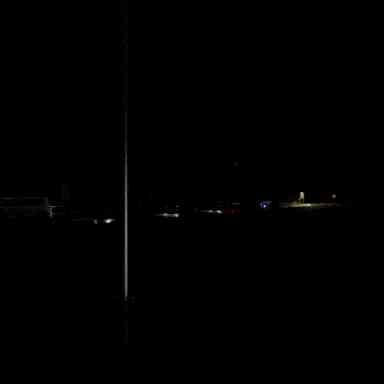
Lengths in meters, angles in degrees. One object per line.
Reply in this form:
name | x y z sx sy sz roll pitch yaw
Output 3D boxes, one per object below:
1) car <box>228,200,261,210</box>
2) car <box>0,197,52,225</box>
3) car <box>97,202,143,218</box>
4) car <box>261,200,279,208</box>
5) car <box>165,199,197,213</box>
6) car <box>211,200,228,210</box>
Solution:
car | 7.792 1.914 49.400 2.128 1.511 4.902 -1 -1 35
car | -13.095 1.376 24.393 2.150 2.045 5.566 -1 -1 33
car | -7.075 1.730 33.089 1.882 1.535 5.008 -1 -1 35
car | 13.485 2.113 57.666 1.895 1.301 4.718 -1 -1 35
car | -1.282 1.698 41.424 2.097 1.767 4.553 -1 -1 35
car | 4.616 1.965 49.828 1.812 1.442 4.674 -1 -1 36
